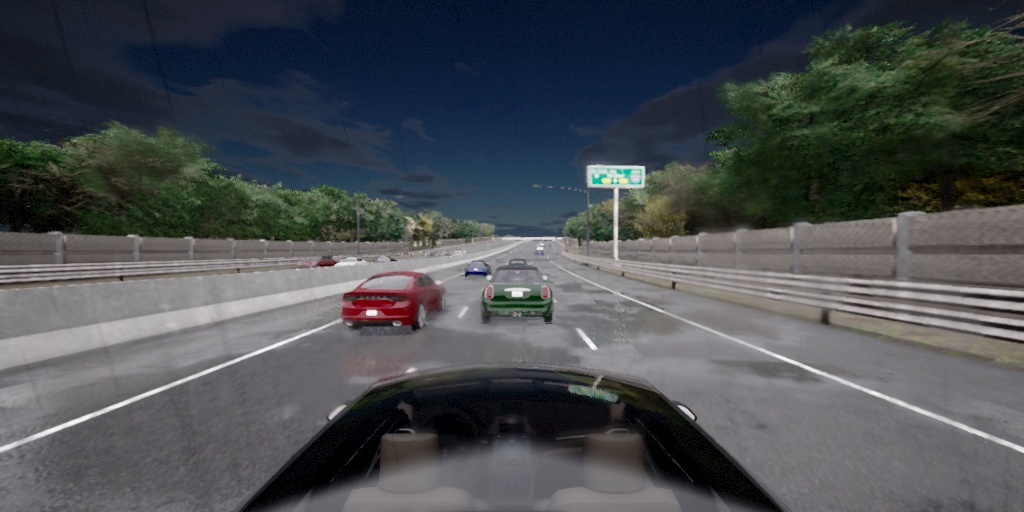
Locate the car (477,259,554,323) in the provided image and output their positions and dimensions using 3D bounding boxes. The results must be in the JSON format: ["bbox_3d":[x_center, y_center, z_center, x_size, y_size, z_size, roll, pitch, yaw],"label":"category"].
[{"bbox_3d":[0.169,1.067,12.137,2.097,1.767,4.553,0,0,1],"label":"car"}]

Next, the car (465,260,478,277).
[{"bbox_3d":[-2.971,1.047,31.894,1.994,1.385,4.181,0,1,1],"label":"car"}]

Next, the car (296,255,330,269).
[{"bbox_3d":[-20.495,0.723,37.744,2.097,1.767,4.553,0,1,2],"label":"car"}]

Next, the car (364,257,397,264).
[{"bbox_3d":[-13.488,0.891,38.087,1.812,1.442,4.674,0,1,2],"label":"car"}]

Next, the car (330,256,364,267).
[{"bbox_3d":[-16.986,0.889,38.152,1.812,1.442,4.674,0,1,2],"label":"car"}]

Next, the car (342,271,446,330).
[{"bbox_3d":[-3.342,1.198,11.061,1.882,1.535,5.008,0,0,0],"label":"car"}]
